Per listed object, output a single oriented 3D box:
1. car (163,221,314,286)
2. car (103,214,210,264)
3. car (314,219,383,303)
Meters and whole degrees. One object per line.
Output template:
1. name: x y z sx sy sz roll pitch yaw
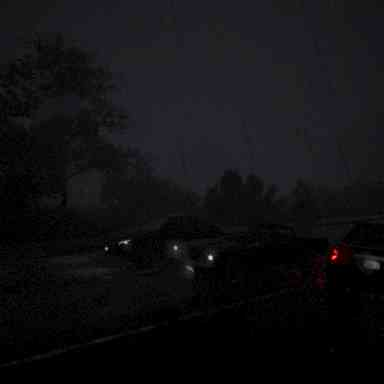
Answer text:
1. car: 1.757 1.603 9.540 4.718 1.301 1.895 0 0 -35
2. car: -0.833 1.527 11.980 4.674 1.442 1.812 0 0 -36
3. car: 5.032 1.354 7.331 4.553 1.767 2.097 0 0 -35
